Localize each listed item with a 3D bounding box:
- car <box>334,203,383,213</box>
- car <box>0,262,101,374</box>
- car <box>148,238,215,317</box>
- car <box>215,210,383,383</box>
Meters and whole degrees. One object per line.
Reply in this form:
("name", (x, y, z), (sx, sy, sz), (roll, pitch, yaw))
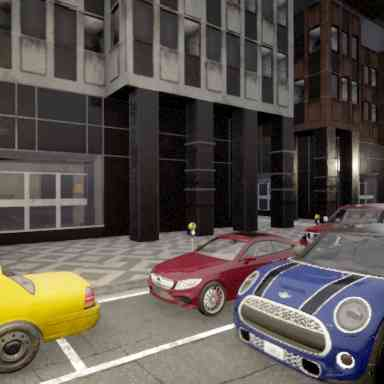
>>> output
("car", (5.626, 1.314, 10.653), (5.009, 1.841, 2.192), (0, 0, -35))
("car", (-3.640, 1.525, 4.057), (4.829, 1.417, 1.752), (0, 0, -35))
("car", (1.062, 1.581, 7.403), (4.206, 1.307, 1.802), (0, 0, -35))
("car", (2.834, 1.351, 5.394), (4.553, 1.767, 2.097), (0, 0, -35))
